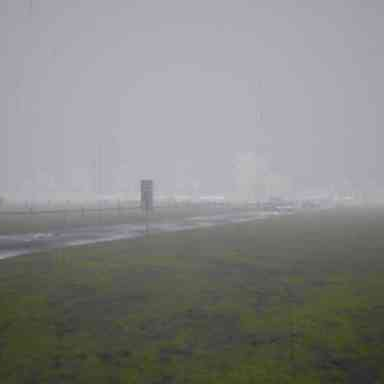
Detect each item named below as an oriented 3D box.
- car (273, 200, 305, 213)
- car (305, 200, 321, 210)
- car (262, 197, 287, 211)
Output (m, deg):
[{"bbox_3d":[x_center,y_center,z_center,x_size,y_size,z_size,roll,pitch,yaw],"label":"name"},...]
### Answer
[{"bbox_3d":[12.743,2.012,43.507,1.895,1.301,4.718,-1,-1,35],"label":"car"},{"bbox_3d":[19.000,2.015,52.611,1.837,1.490,4.892,-1,-1,35],"label":"car"},{"bbox_3d":[11.976,1.689,47.351,2.150,2.045,5.566,-1,-1,35],"label":"car"}]
